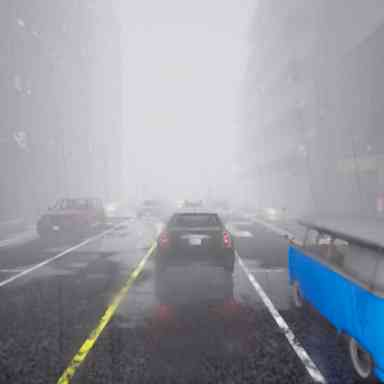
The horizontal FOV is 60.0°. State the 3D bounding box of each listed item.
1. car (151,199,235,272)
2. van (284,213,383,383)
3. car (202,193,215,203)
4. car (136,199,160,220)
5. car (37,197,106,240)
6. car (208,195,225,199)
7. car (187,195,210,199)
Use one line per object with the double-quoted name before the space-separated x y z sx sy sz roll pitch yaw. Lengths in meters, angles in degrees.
"car" 0.092 1.260 10.562 2.097 1.767 4.553 0 0 0
"van" 2.677 1.297 5.065 1.690 1.788 3.998 -1 0 0
"car" 2.684 0.975 56.227 1.967 1.590 4.097 -1 0 0
"car" -3.097 1.307 25.749 1.812 1.442 4.674 0 0 0
"car" -5.702 1.173 16.439 2.192 1.841 5.009 -1 0 0
"car" 2.683 1.269 33.489 2.008 1.369 4.403 -1 0 0
"car" 0.097 1.262 27.039 2.128 1.511 4.902 0 0 0
